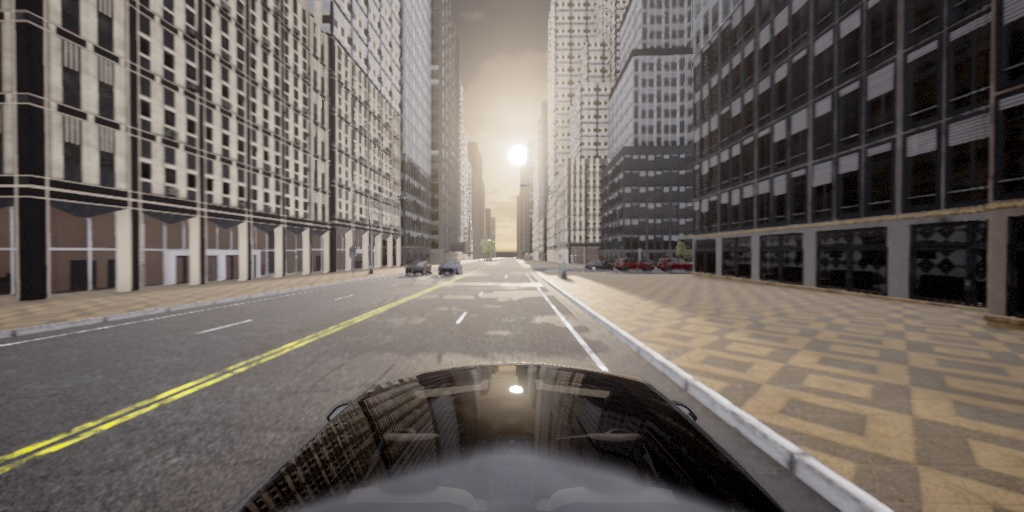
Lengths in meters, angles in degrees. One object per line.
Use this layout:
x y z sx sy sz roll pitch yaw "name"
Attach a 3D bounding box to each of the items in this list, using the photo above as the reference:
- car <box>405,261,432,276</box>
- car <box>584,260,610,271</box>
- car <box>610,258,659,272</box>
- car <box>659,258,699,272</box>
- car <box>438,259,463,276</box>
-9.775 1.249 37.772 1.882 1.535 5.008 0 0 0 "car"
12.584 1.342 49.920 4.892 1.490 1.837 0 1 3 "car"
15.985 1.190 47.069 5.009 1.841 2.192 0 0 3 "car"
21.539 1.199 46.872 5.009 1.841 2.192 0 0 3 "car"
-6.521 1.123 38.276 2.097 1.767 4.553 0 0 0 "car"
